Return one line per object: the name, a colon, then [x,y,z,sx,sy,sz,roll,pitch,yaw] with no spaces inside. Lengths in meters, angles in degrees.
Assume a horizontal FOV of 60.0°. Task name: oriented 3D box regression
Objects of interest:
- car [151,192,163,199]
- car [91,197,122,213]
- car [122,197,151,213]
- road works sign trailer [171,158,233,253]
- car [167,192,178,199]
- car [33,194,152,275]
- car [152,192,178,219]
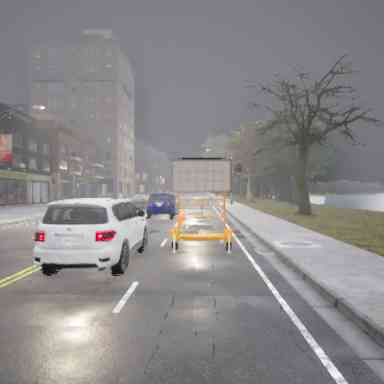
car: [-7.765,0.789,73.881,1.882,1.535,5.008,0,1,2]
car: [-8.895,1.281,34.895,1.837,1.490,4.892,0,1,2]
car: [-5.652,1.325,34.612,2.033,1.411,5.357,0,1,2]
road works sign trailer: [0.391,0.418,13.456,2.380,3.560,2.880,0,0,2]
car: [-4.461,0.807,75.878,2.128,1.511,4.902,0,1,2]
car: [-2.837,1.197,10.542,2.150,2.045,5.566,0,1,1]
car: [-2.385,1.062,27.692,2.150,2.045,5.566,0,1,2]
